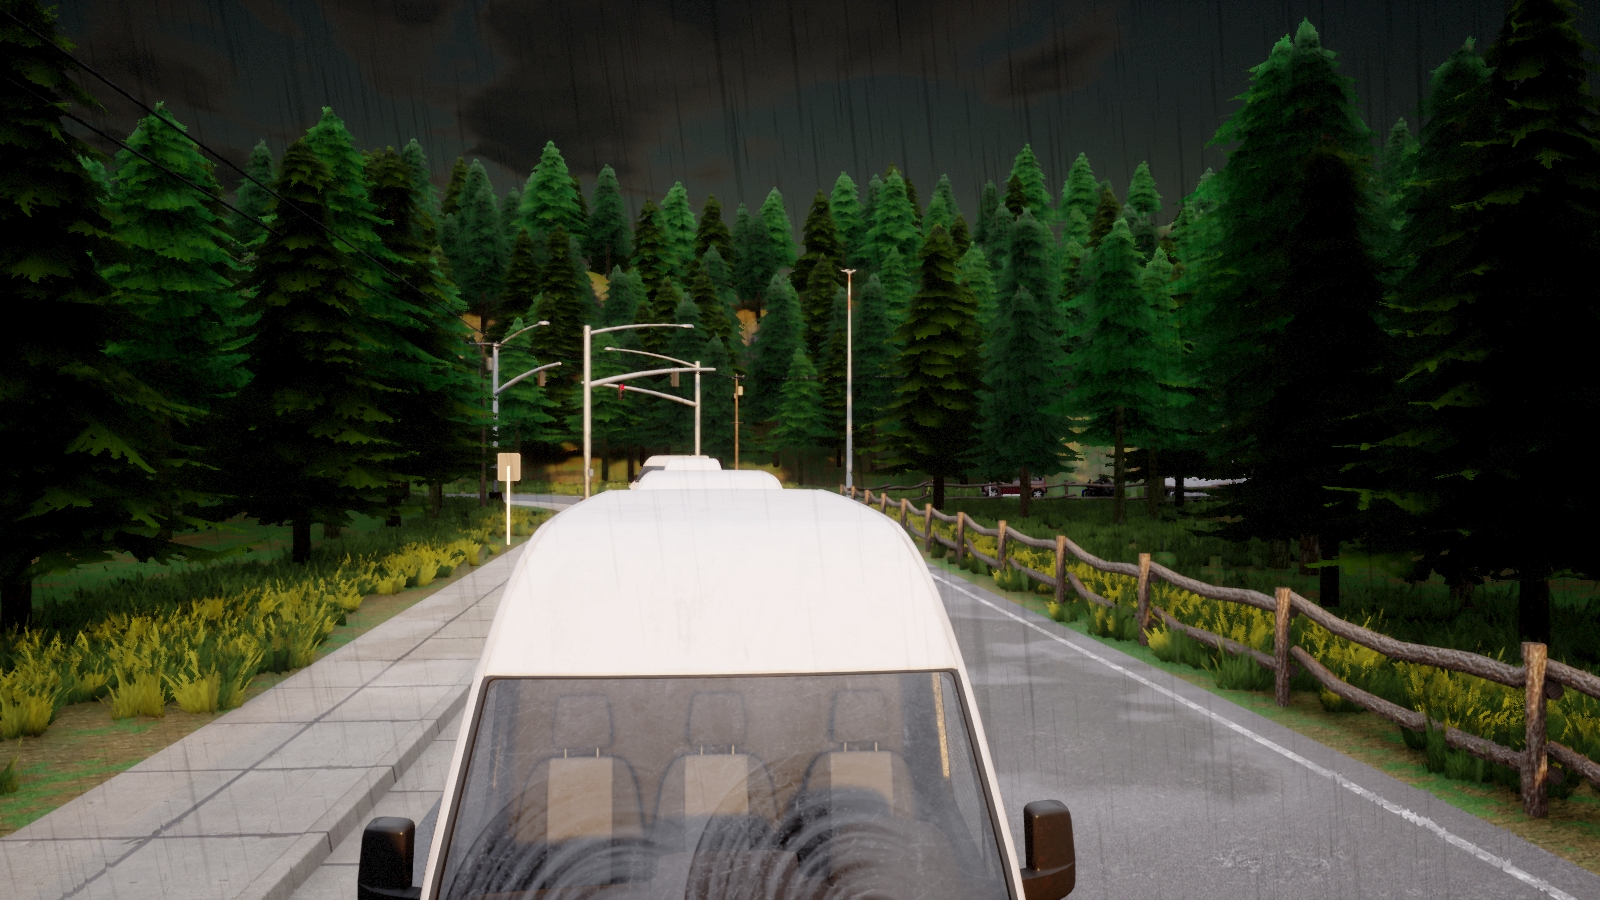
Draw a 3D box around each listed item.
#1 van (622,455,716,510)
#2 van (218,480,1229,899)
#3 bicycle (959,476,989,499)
[{"bbox_3d":[-6.333,1.515,56.005,1.988,2.561,5.915,0,0,22],"label":"van"},{"bbox_3d":[-0.356,1.499,5.202,1.988,2.561,5.915,0,0,-5],"label":"van"},{"bbox_3d":[9.924,2.158,65.245,1.487,1.276,0.859,0,0,-6],"label":"bicycle"}]
